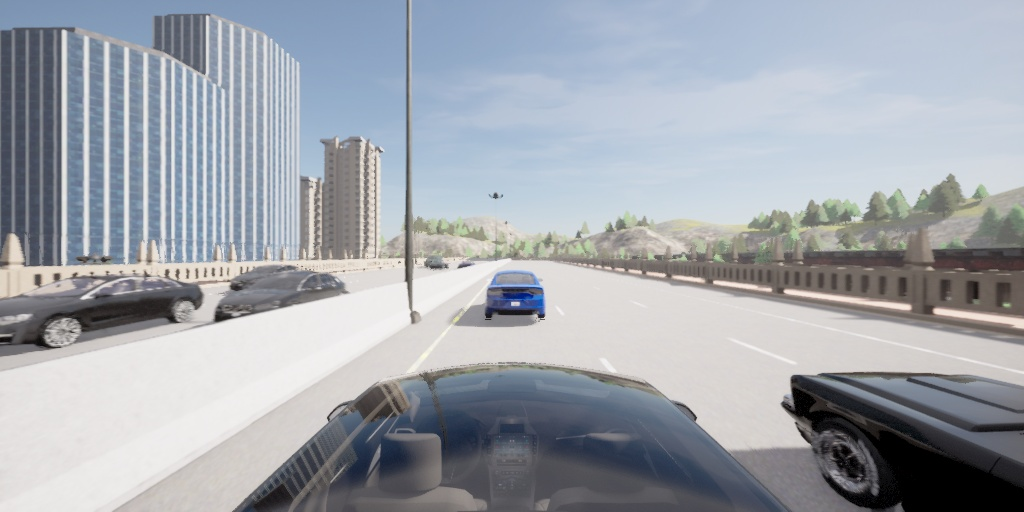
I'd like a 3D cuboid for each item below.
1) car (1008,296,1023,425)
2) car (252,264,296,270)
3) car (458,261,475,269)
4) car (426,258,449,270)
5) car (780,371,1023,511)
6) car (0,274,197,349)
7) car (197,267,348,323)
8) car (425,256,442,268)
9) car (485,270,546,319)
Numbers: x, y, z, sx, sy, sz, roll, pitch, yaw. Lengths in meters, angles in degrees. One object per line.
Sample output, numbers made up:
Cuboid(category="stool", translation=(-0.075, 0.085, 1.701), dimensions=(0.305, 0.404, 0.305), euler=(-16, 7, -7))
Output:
Cuboid(category="car", translation=(7.099, 1.242, 1.912), dimensions=(2.128, 1.511, 4.902), euler=(0, 0, 0))
Cuboid(category="car", translation=(-14.097, 1.257, 21.067), dimensions=(1.837, 1.490, 4.892), euler=(0, 0, 0))
Cuboid(category="car", translation=(-6.748, 1.356, 53.356), dimensions=(1.895, 1.301, 4.718), euler=(0, 0, 2))
Cuboid(category="car", translation=(-10.317, 1.356, 51.118), dimensions=(1.895, 1.301, 4.718), euler=(0, 0, 2))
Cuboid(category="car", translation=(3.599, 1.351, 1.396), dimensions=(1.895, 1.301, 4.718), euler=(0, 0, 0))
Cuboid(category="car", translation=(-10.600, 1.242, 9.220), dimensions=(2.128, 1.511, 4.902), euler=(0, 0, 0))
Cuboid(category="car", translation=(-7.100, 1.256, 11.654), dimensions=(1.837, 1.490, 4.892), euler=(0, 0, 0))
Cuboid(category="car", translation=(-13.456, 0.976, 62.282), dimensions=(2.150, 2.045, 5.566), euler=(0, 0, 2))
Cuboid(category="car", translation=(0.100, 1.229, 12.803), dimensions=(1.882, 1.535, 5.008), euler=(0, 0, 0))
